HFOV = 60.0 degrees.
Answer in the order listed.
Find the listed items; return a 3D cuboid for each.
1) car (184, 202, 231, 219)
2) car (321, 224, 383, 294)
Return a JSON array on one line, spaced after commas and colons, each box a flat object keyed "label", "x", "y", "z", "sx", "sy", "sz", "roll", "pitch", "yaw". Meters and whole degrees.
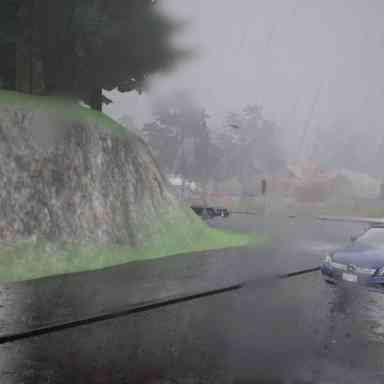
[{"label": "car", "x": 1.288, "y": 1.601, "z": 29.672, "sx": 1.895, "sy": 1.301, "sz": 4.718, "roll": 0, "pitch": 0, "yaw": -35}, {"label": "car", "x": 5.183, "y": 1.526, "z": 8.290, "sx": 4.674, "sy": 1.442, "sz": 1.812, "roll": 0, "pitch": 0, "yaw": -36}]
